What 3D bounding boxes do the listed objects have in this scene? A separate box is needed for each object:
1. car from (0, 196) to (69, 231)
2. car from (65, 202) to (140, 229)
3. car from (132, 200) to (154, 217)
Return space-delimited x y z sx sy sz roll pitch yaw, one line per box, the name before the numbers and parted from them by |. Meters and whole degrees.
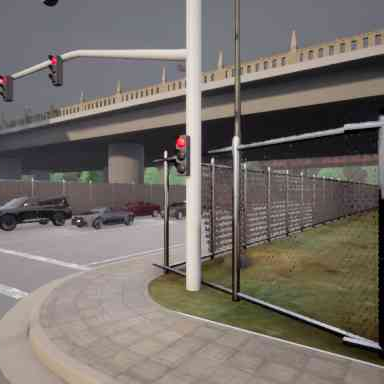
car | -10.587 1.277 21.633 2.150 2.045 5.566 0 0 36
car | -5.867 1.619 22.230 1.994 1.385 4.181 0 0 35
car | -4.912 1.533 29.636 1.882 1.535 5.008 0 0 35
